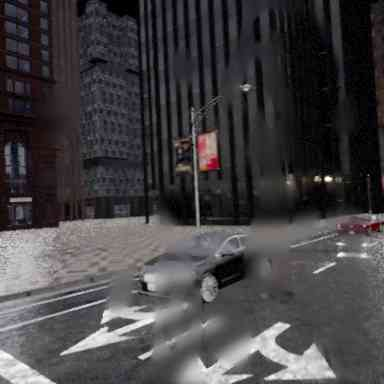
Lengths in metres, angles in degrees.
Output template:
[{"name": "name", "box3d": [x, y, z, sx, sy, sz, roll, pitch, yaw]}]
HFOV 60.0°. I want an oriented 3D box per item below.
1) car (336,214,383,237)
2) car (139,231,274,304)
[{"name": "car", "box3d": [10.996, 2.134, 21.681, 1.895, 1.301, 4.718, -4, -3, 40]}, {"name": "car", "box3d": [0.639, 1.936, 9.531, 2.128, 1.511, 4.902, -4, -3, 39]}]
